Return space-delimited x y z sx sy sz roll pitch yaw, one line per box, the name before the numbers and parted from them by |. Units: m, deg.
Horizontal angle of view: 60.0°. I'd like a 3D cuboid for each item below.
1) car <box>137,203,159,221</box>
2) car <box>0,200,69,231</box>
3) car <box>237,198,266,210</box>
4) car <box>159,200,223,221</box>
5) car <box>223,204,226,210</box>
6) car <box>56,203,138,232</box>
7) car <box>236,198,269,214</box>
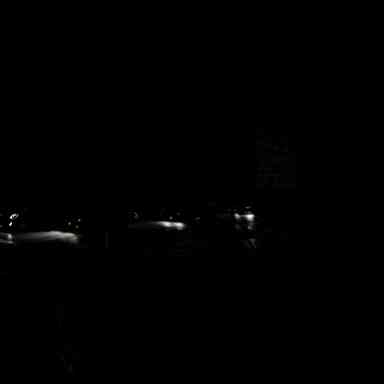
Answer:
car | -4.315 1.622 27.861 1.994 1.385 4.181 0 0 38
car | -9.690 1.413 21.154 2.097 1.767 4.553 0 0 39
car | 7.726 1.482 42.854 1.994 1.385 4.181 0 1 38
car | 0.050 1.590 27.700 2.033 1.411 5.357 0 0 39
car | 1.477 1.569 35.071 2.033 1.411 5.357 0 0 39
car | -5.731 1.614 20.493 1.994 1.385 4.181 0 0 39
car | 6.580 1.485 35.831 1.837 1.490 4.892 0 0 39
